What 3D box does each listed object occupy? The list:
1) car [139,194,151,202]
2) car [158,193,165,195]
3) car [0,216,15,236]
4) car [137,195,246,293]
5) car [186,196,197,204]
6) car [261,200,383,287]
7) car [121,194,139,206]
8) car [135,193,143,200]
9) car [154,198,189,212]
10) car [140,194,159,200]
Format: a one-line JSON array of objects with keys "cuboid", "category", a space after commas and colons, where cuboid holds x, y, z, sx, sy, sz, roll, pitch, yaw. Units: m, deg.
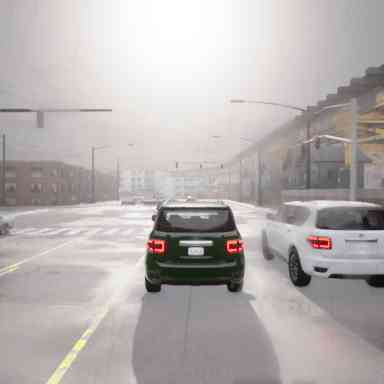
[{"cuboid": [-10.819, 1.427, 76.581, 2.097, 1.767, 4.553, 0, 0, 0], "category": "car"}, {"cuboid": [-7.325, 1.309, 77.957, 2.150, 2.045, 5.566, 0, 0, 0], "category": "car"}, {"cuboid": [-10.424, 1.594, 15.559, 1.895, 1.301, 4.718, 0, 0, 1], "category": "car"}, {"cuboid": [0.029, 1.236, 9.077, 2.150, 2.045, 5.566, 0, 0, -1], "category": "car"}, {"cuboid": [-0.190, 1.581, 67.452, 2.128, 1.511, 4.902, 0, 0, 0], "category": "car"}, {"cuboid": [3.525, 1.246, 9.576, 2.150, 2.045, 5.566, 0, 0, 0], "category": "car"}, {"cuboid": [-10.812, 1.572, 56.829, 1.812, 1.442, 4.674, 0, 0, 0], "category": "car"}, {"cuboid": [-10.796, 1.280, 66.496, 2.150, 2.045, 5.566, 0, 0, 0], "category": "car"}, {"cuboid": [-2.415, 1.554, 40.599, 1.837, 1.490, 4.892, 2, 1, 30], "category": "car"}, {"cuboid": [-7.321, 1.605, 58.064, 2.033, 1.411, 5.357, 0, 0, 0], "category": "car"}]
